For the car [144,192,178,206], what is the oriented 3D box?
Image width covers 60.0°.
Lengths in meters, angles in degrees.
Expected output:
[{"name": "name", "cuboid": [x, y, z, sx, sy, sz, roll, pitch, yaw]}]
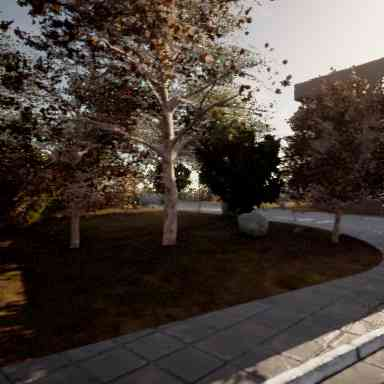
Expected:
[{"name": "car", "cuboid": [-3.704, 0.660, 32.676, 4.718, 1.301, 1.895, 3, 0, 29]}]
